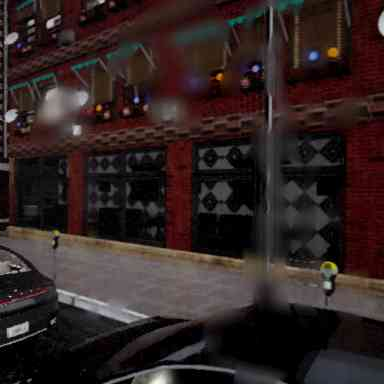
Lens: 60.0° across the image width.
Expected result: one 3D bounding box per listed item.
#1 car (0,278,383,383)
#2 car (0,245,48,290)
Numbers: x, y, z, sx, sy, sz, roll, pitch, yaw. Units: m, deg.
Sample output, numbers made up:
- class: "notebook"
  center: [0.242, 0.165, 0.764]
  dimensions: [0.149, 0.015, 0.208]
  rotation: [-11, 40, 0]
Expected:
- class: "car"
  center: [0.496, 1.566, 2.356]
  dimensions: [4.313, 1.339, 1.947]
  rotation: [0, 1, 36]
- class: "car"
  center: [-4.021, 1.548, 5.578]
  dimensions: [4.403, 1.369, 2.008]
  rotation: [0, 1, 36]
